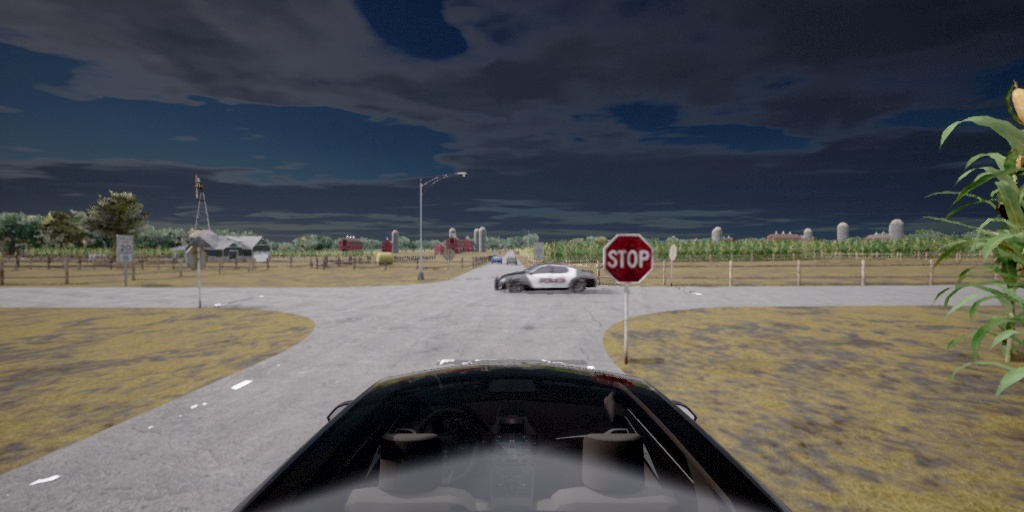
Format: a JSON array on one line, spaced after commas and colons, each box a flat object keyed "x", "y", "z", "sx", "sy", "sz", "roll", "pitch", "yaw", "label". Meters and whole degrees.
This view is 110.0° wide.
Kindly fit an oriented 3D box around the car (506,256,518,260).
[{"x": -0.027, "y": 0.744, "z": 61.508, "sx": 2.128, "sy": 1.511, "sz": 4.902, "roll": 0, "pitch": 0, "yaw": 0, "label": "car"}]

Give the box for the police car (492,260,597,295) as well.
[{"x": 1.645, "y": 1.100, "z": 18.187, "sx": 4.974, "sy": 1.542, "sz": 2.038, "roll": -1, "pitch": 1, "yaw": 0, "label": "police car"}]
